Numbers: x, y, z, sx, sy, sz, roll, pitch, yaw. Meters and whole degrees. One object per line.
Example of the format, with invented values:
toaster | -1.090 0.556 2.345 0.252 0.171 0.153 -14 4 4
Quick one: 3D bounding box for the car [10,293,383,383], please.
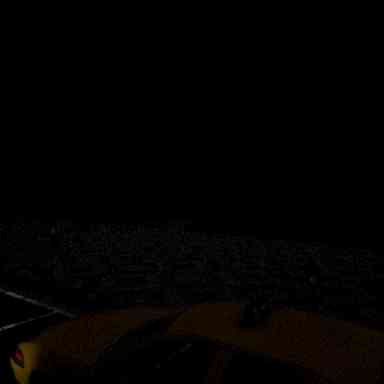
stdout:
car | 0.307 1.524 2.743 4.829 1.417 1.752 0 0 36
